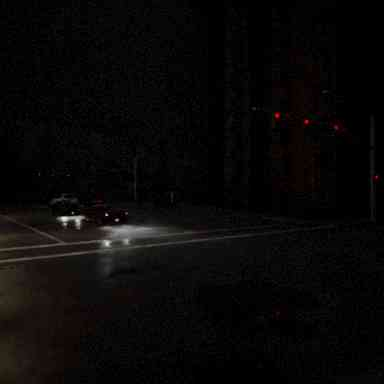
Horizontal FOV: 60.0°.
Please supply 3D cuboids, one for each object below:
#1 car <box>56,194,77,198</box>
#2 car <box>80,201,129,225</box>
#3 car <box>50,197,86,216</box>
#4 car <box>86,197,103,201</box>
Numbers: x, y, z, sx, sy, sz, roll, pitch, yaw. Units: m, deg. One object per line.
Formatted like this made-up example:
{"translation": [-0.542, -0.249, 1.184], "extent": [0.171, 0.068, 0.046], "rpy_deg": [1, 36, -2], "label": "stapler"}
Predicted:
{"translation": [-17.583, 1.228, 45.846], "extent": [2.150, 2.045, 5.566], "rpy_deg": [0, 0, -39], "label": "car"}
{"translation": [-6.403, 1.606, 24.525], "extent": [1.895, 1.301, 4.718], "rpy_deg": [0, 0, -36], "label": "car"}
{"translation": [-12.672, 1.553, 33.148], "extent": [2.033, 1.411, 5.357], "rpy_deg": [0, 0, -36], "label": "car"}
{"translation": [-14.137, 1.500, 47.866], "extent": [2.128, 1.511, 4.902], "rpy_deg": [0, 0, -31], "label": "car"}
